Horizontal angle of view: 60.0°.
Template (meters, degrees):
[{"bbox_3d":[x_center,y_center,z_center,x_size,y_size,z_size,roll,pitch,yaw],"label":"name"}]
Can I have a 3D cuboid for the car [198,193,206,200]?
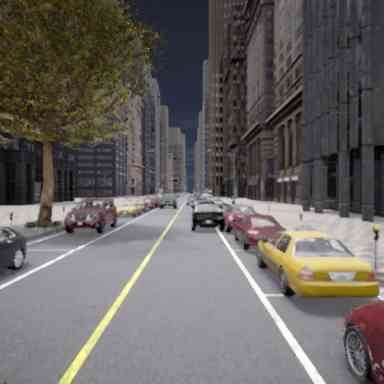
[{"bbox_3d":[2.776,1.291,93.430,2.192,1.841,5.009,0,0,0],"label":"car"}]

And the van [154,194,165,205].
[{"bbox_3d":[-5.755,1.316,59.357,1.690,1.788,3.998,0,0,0],"label":"van"}]

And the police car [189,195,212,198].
[{"bbox_3d":[0.905,1.408,30.787,1.930,1.638,5.238,0,0,0],"label":"police car"}]

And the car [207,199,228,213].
[{"bbox_3d":[2.767,1.531,36.654,2.008,1.369,4.403,0,0,0],"label":"car"}]

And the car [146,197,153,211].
[{"bbox_3d":[-5.758,1.562,36.648,1.802,1.307,4.206,0,0,0],"label":"car"}]

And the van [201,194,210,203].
[{"bbox_3d":[2.772,1.315,70.720,1.690,1.788,3.998,0,0,0],"label":"van"}]

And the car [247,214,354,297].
[{"bbox_3d":[2.763,1.519,8.437,1.752,1.417,4.829,0,0,0],"label":"car"}]

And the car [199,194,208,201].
[{"bbox_3d":[2.774,1.415,82.075,1.967,1.590,4.097,0,0,0],"label":"car"}]

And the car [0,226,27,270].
[{"bbox_3d":[-5.762,1.545,8.260,2.008,1.369,4.403,0,0,0],"label":"car"}]

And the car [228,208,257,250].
[{"bbox_3d":[2.764,1.572,13.944,1.802,1.307,4.206,0,0,0],"label":"car"}]

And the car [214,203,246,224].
[{"bbox_3d":[2.766,1.550,25.300,1.947,1.339,4.313,0,0,0],"label":"car"}]

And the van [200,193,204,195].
[{"bbox_3d":[2.770,1.316,59.366,1.690,1.788,3.998,0,0,0],"label":"van"}]

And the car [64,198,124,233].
[{"bbox_3d":[-5.761,1.302,19.615,2.192,1.841,5.009,0,0,0],"label":"car"}]

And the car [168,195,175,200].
[{"bbox_3d":[-5.749,1.501,93.252,1.752,1.417,4.829,0,0,0],"label":"car"}]

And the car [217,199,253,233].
[{"bbox_3d":[2.764,1.427,19.622,1.967,1.590,4.097,0,0,0],"label":"car"}]

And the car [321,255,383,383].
[{"bbox_3d":[2.762,1.580,2.589,1.802,1.307,4.206,0,0,0],"label":"car"}]

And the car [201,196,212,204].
[{"bbox_3d":[2.772,1.519,65.043,1.887,1.381,4.507,0,0,0],"label":"car"}]

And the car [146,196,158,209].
[{"bbox_3d":[-5.757,1.560,42.325,1.802,1.307,4.206,0,0,0],"label":"car"}]

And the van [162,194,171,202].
[{"bbox_3d":[-5.752,1.315,76.390,1.690,1.788,3.998,0,0,0],"label":"van"}]

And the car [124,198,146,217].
[{"bbox_3d":[-5.759,1.508,30.800,1.752,1.417,4.829,0,0,0],"label":"car"}]

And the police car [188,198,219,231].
[{"bbox_3d":[0.903,1.412,20.787,1.930,1.638,5.238,0,0,0],"label":"police car"}]

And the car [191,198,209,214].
[{"bbox_3d":[0.841,1.486,36.678,1.837,1.490,4.892,0,0,0],"label":"car"}]

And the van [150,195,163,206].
[{"bbox_3d":[-5.755,1.317,53.680,1.690,1.788,3.998,0,0,0],"label":"van"}]

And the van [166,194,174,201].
[{"bbox_3d":[-5.750,1.316,87.744,1.690,1.788,3.998,0,0,0],"label":"van"}]

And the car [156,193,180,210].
[{"bbox_3d":[-3.079,1.201,43.901,2.150,2.045,5.566,0,0,0],"label":"car"}]

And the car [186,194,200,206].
[{"bbox_3d":[0.009,1.523,55.007,2.033,1.411,5.357,0,0,0],"label":"car"}]
